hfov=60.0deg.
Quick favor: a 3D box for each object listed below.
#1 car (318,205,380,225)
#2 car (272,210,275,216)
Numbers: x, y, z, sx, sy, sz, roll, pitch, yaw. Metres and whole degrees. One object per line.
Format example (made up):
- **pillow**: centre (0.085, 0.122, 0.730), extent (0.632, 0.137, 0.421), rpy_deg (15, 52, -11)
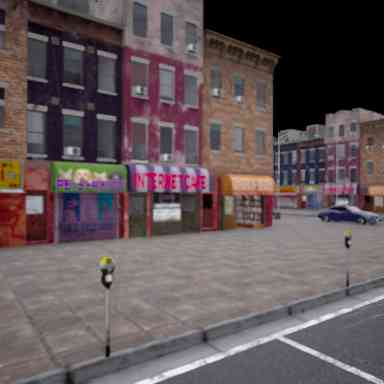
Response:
- **car**: centre (12.230, 1.771, 26.230), extent (1.812, 1.442, 4.674), rpy_deg (0, 0, -35)
- **car**: centre (6.489, 1.819, 34.292), extent (1.994, 1.385, 4.181), rpy_deg (0, 0, -35)
